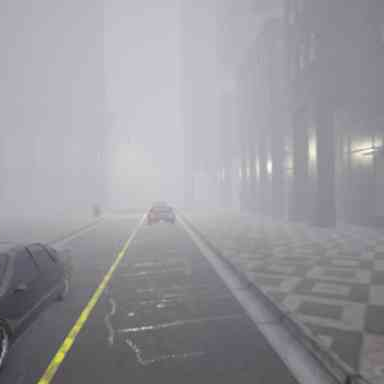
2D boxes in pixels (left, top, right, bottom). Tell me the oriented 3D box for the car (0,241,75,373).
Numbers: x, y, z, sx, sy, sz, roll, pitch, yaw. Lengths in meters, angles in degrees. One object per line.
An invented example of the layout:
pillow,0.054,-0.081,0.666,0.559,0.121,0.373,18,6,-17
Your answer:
car,-3.471,1.629,5.690,2.033,1.411,5.357,-1,0,-6

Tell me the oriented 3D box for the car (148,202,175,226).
car,-2.286,1.699,24.731,1.895,1.301,4.718,-1,0,-6

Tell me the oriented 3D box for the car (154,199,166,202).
car,-3.918,1.664,40.919,2.128,1.511,4.902,-1,0,-6
